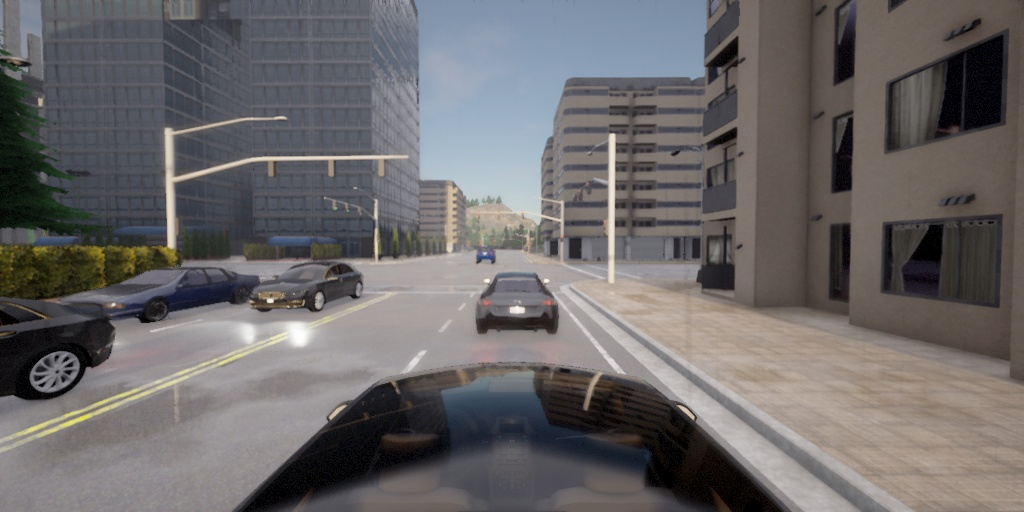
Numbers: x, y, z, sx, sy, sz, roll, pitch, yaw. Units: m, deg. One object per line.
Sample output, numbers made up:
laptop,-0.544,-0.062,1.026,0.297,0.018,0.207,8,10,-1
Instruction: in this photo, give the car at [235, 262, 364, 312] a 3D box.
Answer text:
car,-6.953,0.981,12.750,1.837,1.490,4.892,0,1,0

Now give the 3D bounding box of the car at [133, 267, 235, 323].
car,-10.475,1.060,11.355,2.033,1.411,5.357,0,1,1

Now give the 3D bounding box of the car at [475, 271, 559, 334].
car,0.133,1.110,9.864,1.994,1.385,4.181,0,1,1

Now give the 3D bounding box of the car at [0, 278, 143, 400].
car,-7.074,1.213,3.461,1.837,1.490,4.892,0,1,0

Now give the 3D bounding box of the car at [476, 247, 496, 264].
car,-3.205,-0.118,45.009,2.150,2.045,5.566,0,0,0
